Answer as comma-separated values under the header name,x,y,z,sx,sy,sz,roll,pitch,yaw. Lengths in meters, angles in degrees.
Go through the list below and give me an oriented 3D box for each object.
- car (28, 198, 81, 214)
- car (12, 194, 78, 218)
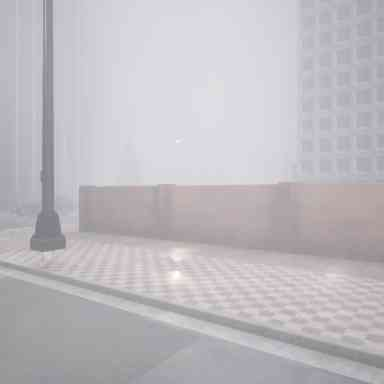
name,x,y,z,sx,sy,sz,roll,pitch,yaw
car,-14.711,1.478,35.855,1.882,1.535,5.008,0,0,35
car,-13.752,1.221,31.135,2.150,2.045,5.566,0,0,35
